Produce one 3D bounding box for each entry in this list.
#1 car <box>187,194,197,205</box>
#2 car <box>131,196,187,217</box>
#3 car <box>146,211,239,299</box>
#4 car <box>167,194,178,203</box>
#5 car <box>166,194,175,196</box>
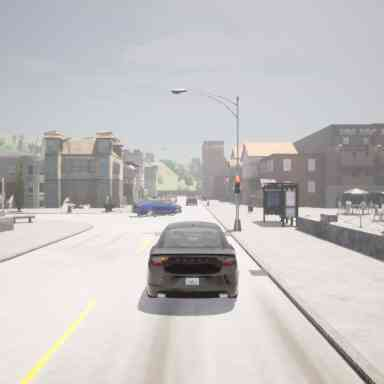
[{"bbox_3d":[-0.051,1.505,57.341,1.837,1.490,4.892,0,0,0],"label":"car"},{"bbox_3d":[-3.243,1.478,31.252,5.008,1.535,1.882,0,1,-39],"label":"car"},{"bbox_3d":[0.028,1.478,8.534,1.882,1.535,5.008,0,0,0],"label":"car"},{"bbox_3d":[-4.190,1.355,71.142,2.097,1.767,4.553,0,0,0],"label":"car"},{"bbox_3d":[-4.232,1.491,51.979,2.128,1.511,4.902,0,0,0],"label":"car"}]
